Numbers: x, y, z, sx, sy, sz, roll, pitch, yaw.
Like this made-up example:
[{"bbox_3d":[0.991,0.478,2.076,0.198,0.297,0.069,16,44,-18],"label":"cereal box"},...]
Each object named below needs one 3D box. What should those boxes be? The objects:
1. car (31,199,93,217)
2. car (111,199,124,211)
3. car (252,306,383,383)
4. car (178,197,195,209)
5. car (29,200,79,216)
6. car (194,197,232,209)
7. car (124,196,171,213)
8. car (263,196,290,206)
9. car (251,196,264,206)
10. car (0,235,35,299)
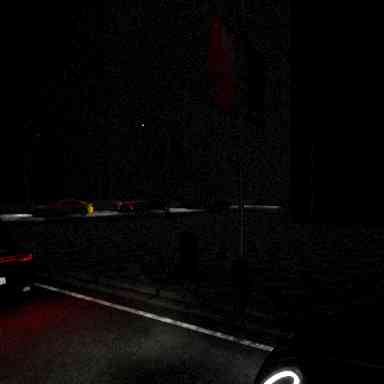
[{"bbox_3d":[-11.639,1.417,30.398,5.008,1.535,1.882,0,0,-43],"label":"car"},{"bbox_3d":[-7.107,1.283,38.750,4.553,1.767,2.097,0,0,-42],"label":"car"},{"bbox_3d":[2.556,1.352,1.827,4.553,1.767,2.097,0,0,35],"label":"car"},{"bbox_3d":[0.257,1.465,45.260,4.674,1.442,1.812,0,0,-42],"label":"car"},{"bbox_3d":[-13.628,1.490,32.984,4.181,1.385,1.994,0,0,-42],"label":"car"},{"bbox_3d":[3.026,1.555,43.373,4.718,1.301,1.895,0,0,-41],"label":"car"},{"bbox_3d":[-4.524,1.436,36.698,4.902,1.511,2.128,0,0,-42],"label":"car"},{"bbox_3d":[13.890,1.499,52.875,4.674,1.442,1.812,0,0,-41],"label":"car"},{"bbox_3d":[11.830,1.453,55.391,4.902,1.511,2.128,0,0,-41],"label":"car"},{"bbox_3d":[-5.569,1.476,7.384,5.008,1.535,1.882,0,0,33],"label":"car"}]
